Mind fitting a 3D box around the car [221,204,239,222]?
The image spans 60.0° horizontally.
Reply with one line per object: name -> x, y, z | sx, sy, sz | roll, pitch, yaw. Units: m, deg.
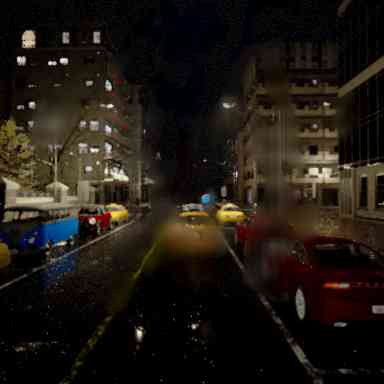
car -> 2.698, 1.541, 24.023 | 1.752, 1.417, 4.829 | 1, 0, 0

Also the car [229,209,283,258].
car -> 2.699, 1.554, 12.620 | 1.887, 1.381, 4.507 | 1, 0, 0

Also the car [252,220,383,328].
car -> 2.699, 1.550, 7.003 | 1.887, 1.381, 4.507 | 1, 0, 0

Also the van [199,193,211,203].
van -> 2.697, 1.353, 61.846 | 1.690, 1.788, 3.998 | 1, 0, 0

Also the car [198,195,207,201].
car -> 2.693, 1.546, 84.530 | 2.008, 1.369, 4.403 | 1, 0, 0

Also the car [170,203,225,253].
car -> 0.100, 1.467, 13.717 | 1.801, 1.575, 5.366 | 0, 0, 0

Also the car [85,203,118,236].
car -> -5.681, 1.452, 18.255 | 1.967, 1.590, 4.097 | 1, 0, 0

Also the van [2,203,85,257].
van -> -5.679, 1.350, 12.642 | 1.690, 1.788, 3.998 | 1, 0, 0

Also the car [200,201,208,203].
car -> 0.107, 1.617, 26.482 | 1.895, 1.301, 4.718 | 0, 0, 0

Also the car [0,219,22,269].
car -> -5.681, 1.530, 6.858 | 1.752, 1.417, 4.829 | 1, 0, 0

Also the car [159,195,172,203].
car -> -5.687, 1.590, 67.574 | 1.802, 1.307, 4.206 | 1, 0, 0

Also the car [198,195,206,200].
car -> 2.693, 1.540, 90.201 | 2.008, 1.369, 4.403 | 1, 0, 0

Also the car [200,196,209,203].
car -> 2.693, 1.571, 73.189 | 1.947, 1.339, 4.313 | 1, 0, 0

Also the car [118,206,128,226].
car -> -5.683, 1.540, 23.700 | 1.752, 1.417, 4.829 | 1, 0, 0
